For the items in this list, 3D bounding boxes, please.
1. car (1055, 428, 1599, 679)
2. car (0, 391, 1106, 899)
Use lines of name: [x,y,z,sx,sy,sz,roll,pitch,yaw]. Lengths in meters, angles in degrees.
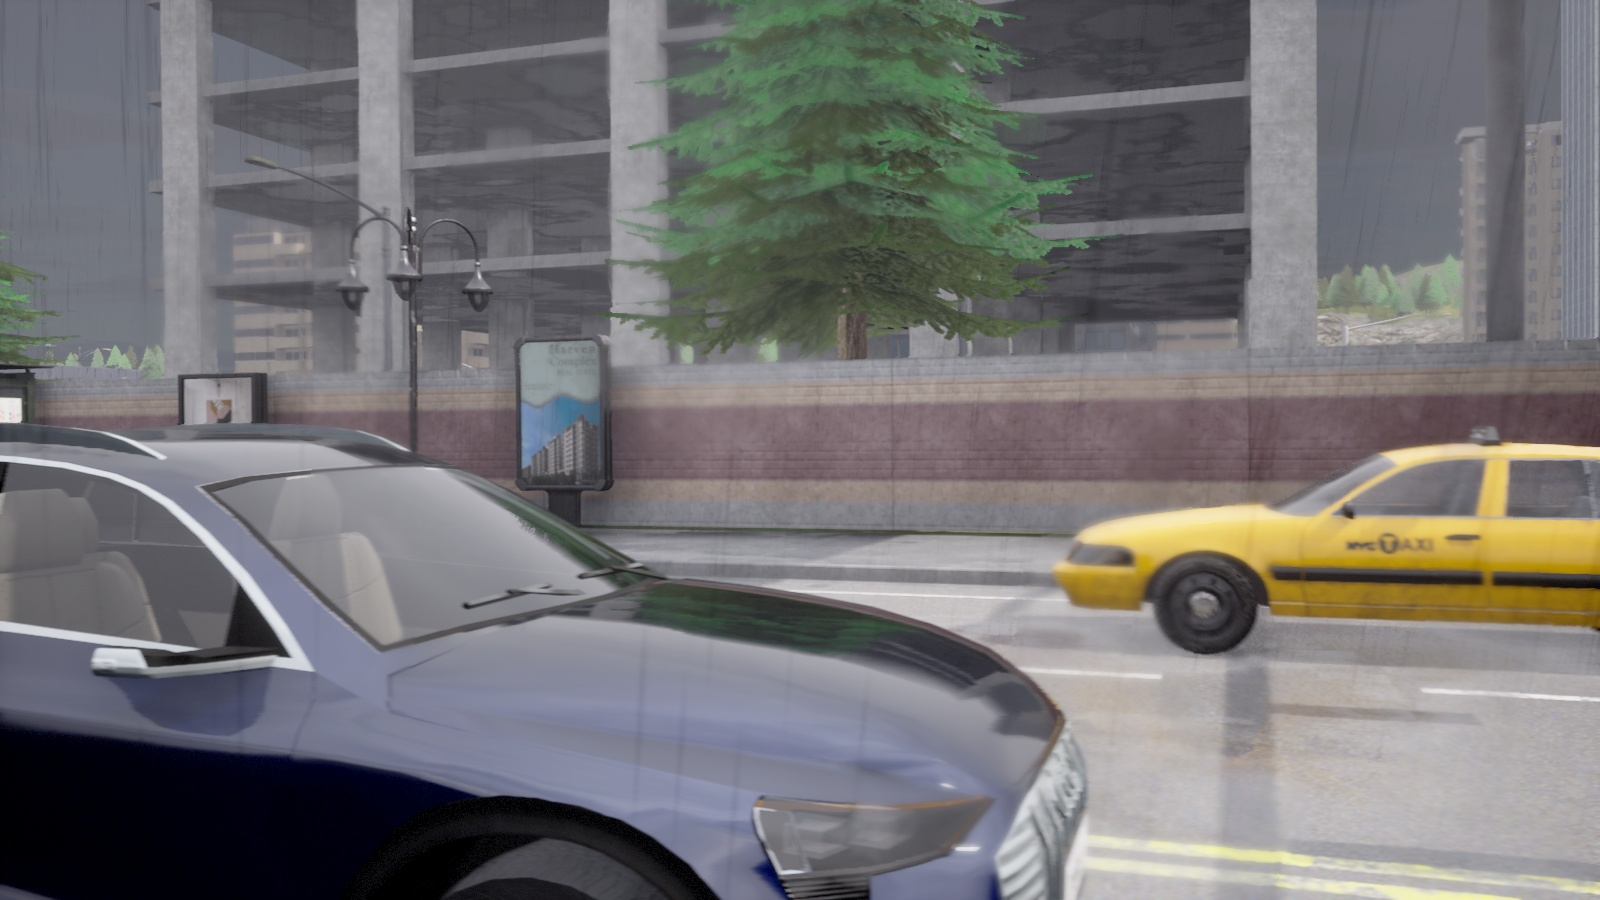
car: [4.646,0.635,8.953,5.366,1.575,1.801,0,1,18]
car: [-1.666,0.708,3.752,4.856,1.649,2.033,0,1,19]
